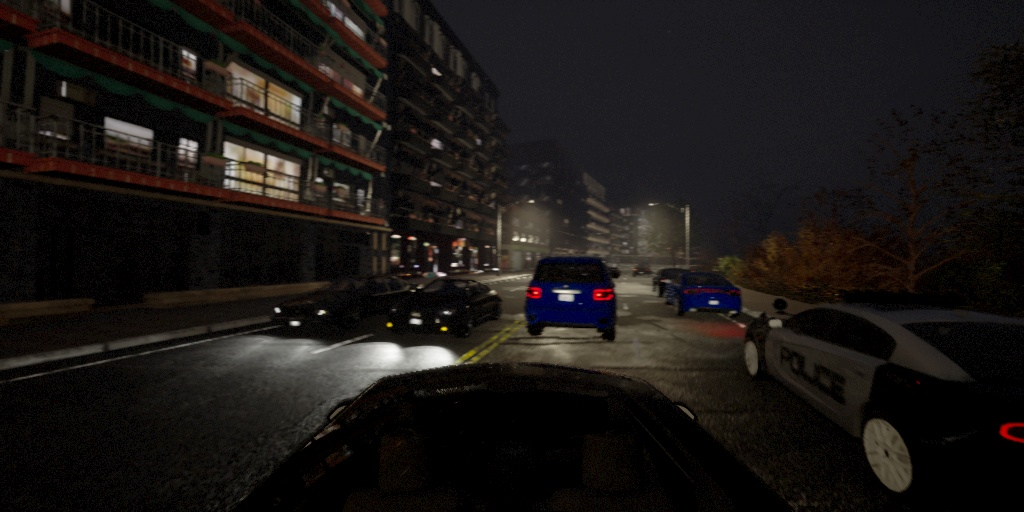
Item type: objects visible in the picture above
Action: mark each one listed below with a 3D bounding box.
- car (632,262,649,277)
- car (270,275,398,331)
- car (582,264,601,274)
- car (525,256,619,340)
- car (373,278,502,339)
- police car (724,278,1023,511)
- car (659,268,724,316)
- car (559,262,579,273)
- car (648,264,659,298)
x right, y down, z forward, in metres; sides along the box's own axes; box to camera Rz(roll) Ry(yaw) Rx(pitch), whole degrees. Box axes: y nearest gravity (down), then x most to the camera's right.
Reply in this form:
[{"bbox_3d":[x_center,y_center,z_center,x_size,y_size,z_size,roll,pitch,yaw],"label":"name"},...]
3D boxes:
[{"bbox_3d":[14.527,1.622,40.177,1.812,1.442,4.674,0,0,20],"label":"car"},{"bbox_3d":[-4.747,1.328,11.555,2.033,1.411,5.357,0,0,15],"label":"car"},{"bbox_3d":[11.276,1.763,50.372,1.895,1.301,4.718,0,-1,21],"label":"car"},{"bbox_3d":[1.915,1.038,10.539,2.150,2.045,5.566,0,0,15],"label":"car"},{"bbox_3d":[-1.713,1.356,10.281,1.994,1.385,4.181,0,0,16],"label":"car"},{"bbox_3d":[4.477,1.219,4.287,1.930,1.638,5.238,0,0,15],"label":"police car"},{"bbox_3d":[7.086,1.346,13.768,1.882,1.535,5.008,0,0,16],"label":"car"},{"bbox_3d":[8.323,1.633,51.735,1.882,1.535,5.008,0,0,21],"label":"car"},{"bbox_3d":[8.740,1.392,19.450,1.882,1.535,5.008,0,0,17],"label":"car"}]
